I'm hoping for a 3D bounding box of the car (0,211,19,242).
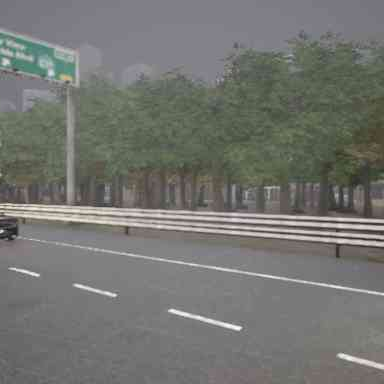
[{"bbox_3d":[-9.937,1.495,15.263,5.008,1.535,1.882,0,0,36],"label":"car"}]
